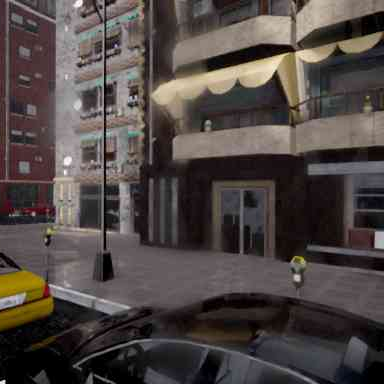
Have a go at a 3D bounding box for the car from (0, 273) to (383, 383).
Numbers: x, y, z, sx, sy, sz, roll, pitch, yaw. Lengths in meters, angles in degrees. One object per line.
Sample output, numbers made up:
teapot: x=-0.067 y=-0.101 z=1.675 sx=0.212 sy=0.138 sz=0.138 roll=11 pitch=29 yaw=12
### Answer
car: x=0.259 y=1.565 z=2.686 sx=4.313 sy=1.339 sz=1.947 roll=0 pitch=0 yaw=35

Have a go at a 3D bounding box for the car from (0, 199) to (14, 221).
car: x=-18.297 y=1.604 z=28.393 sx=2.097 sy=1.767 sz=4.553 roll=0 pitch=-1 yaw=35

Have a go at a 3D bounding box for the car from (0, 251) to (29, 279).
car: x=-4.472 y=1.524 z=6.043 sx=4.829 sy=1.417 sz=1.752 roll=0 pitch=0 yaw=35

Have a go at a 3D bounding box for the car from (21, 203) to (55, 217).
car: x=-16.160 y=1.920 z=35.943 sx=1.887 sy=1.381 sz=4.507 roll=-1 pitch=-2 yaw=35
